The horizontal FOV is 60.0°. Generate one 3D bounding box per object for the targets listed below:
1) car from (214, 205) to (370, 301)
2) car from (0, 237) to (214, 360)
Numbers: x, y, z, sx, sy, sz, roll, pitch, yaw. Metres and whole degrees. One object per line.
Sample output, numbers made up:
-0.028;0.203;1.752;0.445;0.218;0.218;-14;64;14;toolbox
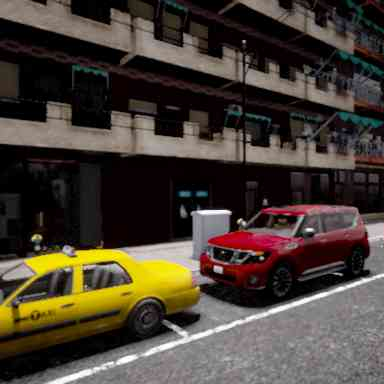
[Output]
2.584;1.298;8.489;5.009;1.841;2.192;-1;0;-36;car
-2.125;1.549;5.048;4.829;1.417;1.752;-1;0;-36;car
